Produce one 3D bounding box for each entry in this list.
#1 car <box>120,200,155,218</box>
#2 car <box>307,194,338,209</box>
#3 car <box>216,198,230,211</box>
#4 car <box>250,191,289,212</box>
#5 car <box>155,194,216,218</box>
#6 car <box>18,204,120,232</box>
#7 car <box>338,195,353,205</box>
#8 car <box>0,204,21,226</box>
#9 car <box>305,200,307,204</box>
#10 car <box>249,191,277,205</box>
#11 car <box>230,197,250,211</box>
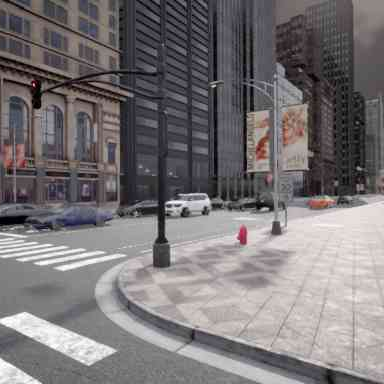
[{"bbox_3d":[-4.630,1.475,29.930,1.837,1.490,4.892,-1,-1,35],"label":"car"},{"bbox_3d":[16.888,1.194,43.026,2.097,1.767,4.553,-1,0,35],"label":"car"},{"bbox_3d":[2.168,1.446,39.475,1.837,1.490,4.892,-1,-1,35],"label":"car"},{"bbox_3d":[9.075,1.101,37.644,2.150,2.045,5.566,-1,-1,35],"label":"car"},{"bbox_3d":[-0.434,1.161,30.226,2.150,2.045,5.566,-1,0,35],"label":"car"},{"bbox_3d":[-7.340,1.516,20.468,2.033,1.411,5.357,-1,0,35],"label":"car"},{"bbox_3d":[25.240,1.330,54.767,1.837,1.490,4.892,-1,0,35],"label":"car"},{"bbox_3d":[-11.355,1.491,20.666,2.128,1.511,4.902,-1,0,36],"label":"car"},{"bbox_3d":[19.378,1.403,52.146,2.033,1.411,5.357,-1,0,36],"label":"car"},{"bbox_3d":[11.164,0.941,51.973,2.150,2.045,5.566,-1,0,35],"label":"car"},{"bbox_3d":[5.888,1.417,39.094,1.837,1.490,4.892,-1,0,35],"label":"car"}]
